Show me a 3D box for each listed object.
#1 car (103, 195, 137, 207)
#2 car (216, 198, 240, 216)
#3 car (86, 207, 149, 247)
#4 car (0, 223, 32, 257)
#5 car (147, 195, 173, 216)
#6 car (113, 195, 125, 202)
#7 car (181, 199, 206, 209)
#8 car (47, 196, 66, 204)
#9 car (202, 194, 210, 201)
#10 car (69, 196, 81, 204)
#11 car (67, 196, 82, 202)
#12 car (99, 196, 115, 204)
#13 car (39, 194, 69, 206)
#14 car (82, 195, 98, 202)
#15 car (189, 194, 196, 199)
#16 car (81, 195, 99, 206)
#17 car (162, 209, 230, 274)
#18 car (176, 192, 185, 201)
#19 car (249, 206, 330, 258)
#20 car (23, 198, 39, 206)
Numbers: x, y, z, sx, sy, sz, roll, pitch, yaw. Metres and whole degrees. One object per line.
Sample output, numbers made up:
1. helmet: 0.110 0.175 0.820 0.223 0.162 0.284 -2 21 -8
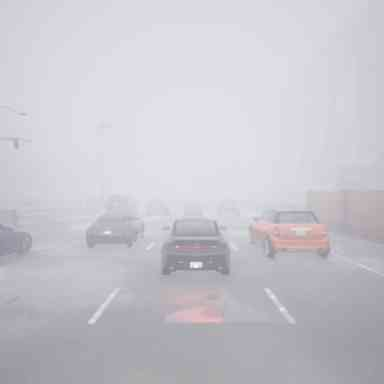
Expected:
1. car: -6.899 1.327 33.056 2.150 2.045 5.566 0 0 0
2. car: 3.602 1.459 34.298 2.097 1.767 4.553 0 0 0
3. car: -3.399 1.612 15.375 1.994 1.385 4.181 0 0 0
4. car: -6.900 1.559 10.521 1.812 1.442 4.674 0 0 0
5. car: -3.398 1.460 34.335 2.097 1.767 4.553 0 0 0
6. car: -17.337 1.584 78.853 1.812 1.442 4.674 0 0 0
7. car: 0.101 1.645 31.004 2.033 1.411 5.357 0 0 0
8. car: -27.917 1.607 68.617 1.882 1.535 5.008 0 0 0
9. car: 3.734 1.515 87.824 1.994 1.385 4.181 0 1 0
10. car: -24.412 1.650 69.236 2.128 1.511 4.902 0 0 0
11. car: -27.837 1.656 78.899 1.895 1.301 4.718 0 0 0
12. car: -17.417 1.606 68.562 1.882 1.535 5.008 0 0 0
13. car: -24.488 1.363 59.121 2.150 2.045 5.566 0 0 0
14. car: -24.331 1.579 79.539 2.128 1.511 4.902 0 0 0
15. car: 0.231 1.441 87.438 1.882 1.535 5.008 0 1 0
16. car: -17.490 1.646 58.853 1.837 1.490 4.892 0 0 0
17. car: 0.100 1.540 10.634 1.837 1.490 4.892 0 0 0
18. car: -3.269 1.464 87.469 1.837 1.490 4.892 0 1 0
19. car: 3.600 1.393 13.123 2.097 1.767 4.553 0 0 0
20. car: -27.990 1.743 58.875 1.895 1.301 4.718 0 0 0
